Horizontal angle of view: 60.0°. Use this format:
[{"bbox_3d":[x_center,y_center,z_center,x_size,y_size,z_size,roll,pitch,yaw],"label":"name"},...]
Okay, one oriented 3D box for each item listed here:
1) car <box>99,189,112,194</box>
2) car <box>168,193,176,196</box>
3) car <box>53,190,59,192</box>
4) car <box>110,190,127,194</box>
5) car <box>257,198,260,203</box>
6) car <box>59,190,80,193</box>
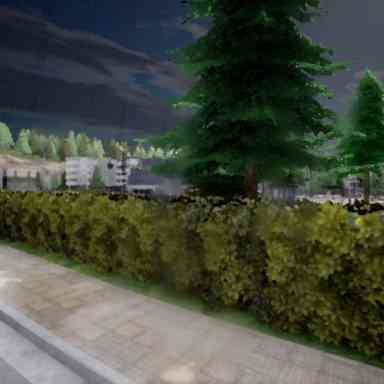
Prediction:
[{"bbox_3d":[-16.669,0.419,68.983,1.932,1.855,4.605,1,1,43],"label":"car"},{"bbox_3d":[-3.289,0.923,56.093,1.845,1.501,3.633,1,1,43],"label":"car"},{"bbox_3d":[-33.217,0.281,83.676,1.970,1.475,3.806,1,1,43],"label":"car"},{"bbox_3d":[-10.559,0.887,52.762,1.970,1.475,3.806,1,1,43],"label":"car"},{"bbox_3d":[9.149,1.036,48.972,2.150,2.045,5.566,1,1,43],"label":"car"},{"bbox_3d":[-28.339,0.282,79.493,2.152,1.636,5.027,1,1,43],"label":"car"}]
